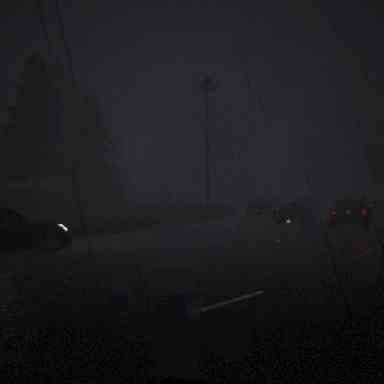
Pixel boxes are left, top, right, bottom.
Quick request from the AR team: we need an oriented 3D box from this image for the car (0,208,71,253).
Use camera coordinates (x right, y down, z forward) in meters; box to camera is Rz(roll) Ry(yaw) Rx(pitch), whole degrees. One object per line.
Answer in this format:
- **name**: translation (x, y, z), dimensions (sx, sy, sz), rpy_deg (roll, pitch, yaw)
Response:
- **car**: translation (-6.835, 1.354, 12.015), dimensions (4.553, 1.767, 2.097), rpy_deg (-1, 0, -37)

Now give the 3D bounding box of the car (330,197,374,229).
- **car**: translation (9.908, 1.192, 20.683), dimensions (2.097, 1.767, 4.553), rpy_deg (-1, 0, 29)

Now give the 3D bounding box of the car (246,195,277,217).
- **car**: translation (6.011, 1.312, 28.973), dimensions (1.882, 1.535, 5.008), rpy_deg (0, 0, 20)

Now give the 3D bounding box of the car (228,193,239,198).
- **car**: translation (11.547, 0.960, 92.802), dimensions (1.895, 1.301, 4.718), rpy_deg (0, 0, -12)

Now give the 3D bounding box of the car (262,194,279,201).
- **car**: translation (17.111, 1.094, 72.763), dimensions (1.812, 1.442, 4.674), rpy_deg (0, 0, -12)

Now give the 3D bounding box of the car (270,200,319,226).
- **car**: translation (6.913, 1.458, 22.079), dimensions (1.895, 1.301, 4.718), rpy_deg (0, 0, 29)

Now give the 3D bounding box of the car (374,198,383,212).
- **car**: translation (18.070, 1.269, 34.270), dimensions (2.033, 1.411, 5.357), rpy_deg (0, 0, 6)

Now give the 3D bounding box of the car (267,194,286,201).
- **car**: translation (11.024, 1.300, 43.218), dimensions (1.994, 1.385, 4.181), rpy_deg (0, 0, -5)

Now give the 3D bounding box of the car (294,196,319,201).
- **car**: translation (14.562, 1.202, 42.844), dimensions (2.128, 1.511, 4.902), rpy_deg (0, 0, -4)
